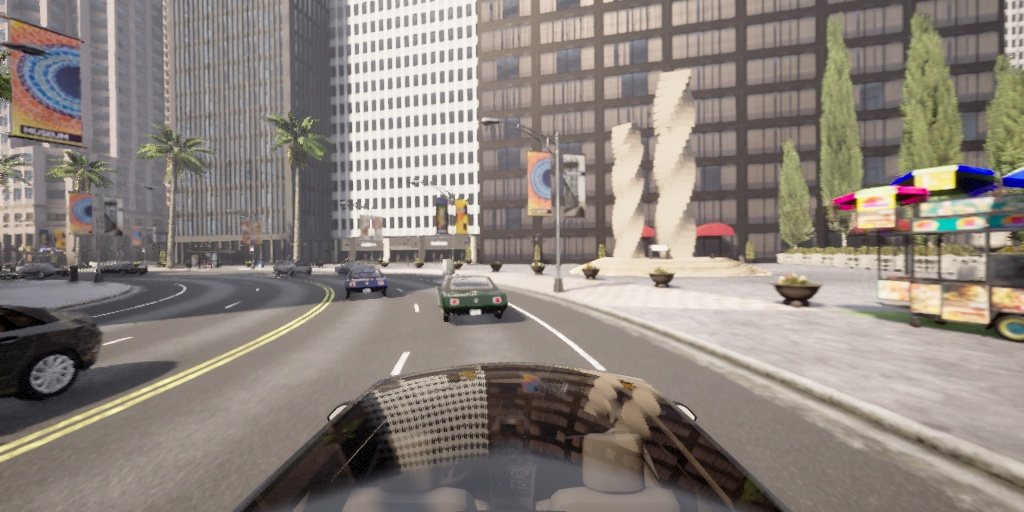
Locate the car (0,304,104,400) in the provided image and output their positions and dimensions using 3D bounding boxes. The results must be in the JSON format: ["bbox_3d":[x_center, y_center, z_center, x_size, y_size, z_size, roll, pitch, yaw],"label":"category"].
[{"bbox_3d":[-7.350,1.321,3.677,1.837,1.490,4.892,0,0,-6],"label":"car"}]

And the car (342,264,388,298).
[{"bbox_3d":[-7.577,1.297,18.514,1.895,1.301,4.718,-1,1,-24],"label":"car"}]

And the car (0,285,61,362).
[{"bbox_3d":[-10.837,1.389,5.283,2.033,1.411,5.357,-1,0,-7],"label":"car"}]

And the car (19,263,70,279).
[{"bbox_3d":[-47.519,1.501,36.482,4.892,1.490,1.837,-1,0,13],"label":"car"}]

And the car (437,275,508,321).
[{"bbox_3d":[-1.551,1.281,12.236,1.895,1.301,4.718,-1,0,-14],"label":"car"}]

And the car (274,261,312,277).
[{"bbox_3d":[-21.038,1.207,34.364,4.902,1.511,2.128,0,0,36],"label":"car"}]

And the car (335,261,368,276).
[{"bbox_3d":[-14.923,1.196,34.109,5.357,1.411,2.033,0,1,42],"label":"car"}]

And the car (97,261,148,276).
[{"bbox_3d":[-42.076,1.514,38.818,4.718,1.301,1.895,-1,0,13],"label":"car"}]
